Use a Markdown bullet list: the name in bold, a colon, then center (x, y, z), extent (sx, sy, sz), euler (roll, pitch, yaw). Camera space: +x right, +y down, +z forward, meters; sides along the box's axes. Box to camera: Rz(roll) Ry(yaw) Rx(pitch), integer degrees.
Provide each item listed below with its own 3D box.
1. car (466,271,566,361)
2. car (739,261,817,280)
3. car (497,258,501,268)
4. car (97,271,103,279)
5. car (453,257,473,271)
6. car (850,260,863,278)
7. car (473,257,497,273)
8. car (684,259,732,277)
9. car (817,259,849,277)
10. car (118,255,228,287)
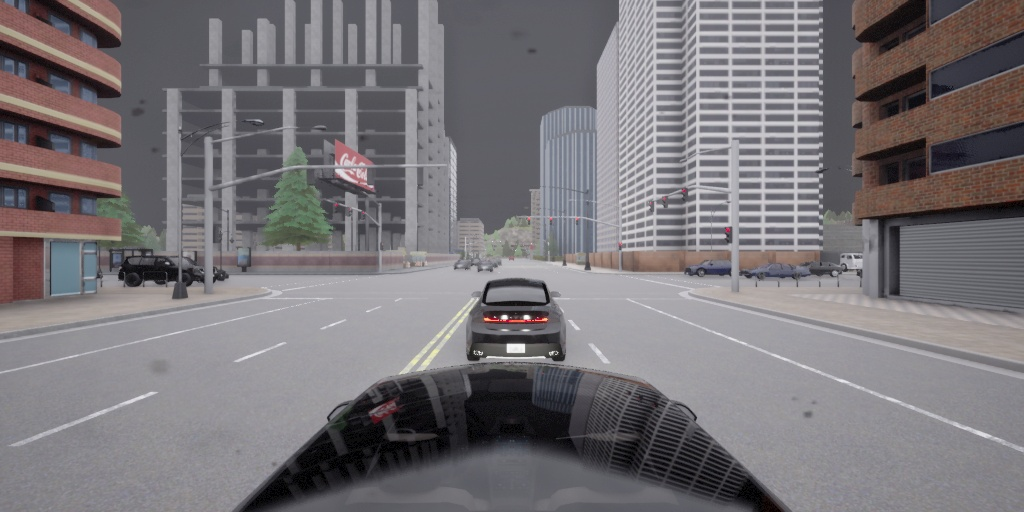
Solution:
- **car**: center (0.093, 1.255, 8.247), extent (1.837, 1.490, 4.892), euler (0, 0, 1)
- **car**: center (22.803, 1.297, 31.215), extent (5.357, 1.411, 2.033), euler (0, 0, 0)
- **car**: center (-3.301, 1.256, 59.971), extent (1.837, 1.490, 4.892), euler (0, 0, 0)
- **car**: center (-34.879, 1.297, 27.483), extent (5.357, 1.411, 2.033), euler (0, 0, 0)
- **car**: center (-6.867, 1.241, 49.600), extent (2.128, 1.511, 4.902), euler (0, 0, 0)
- **car**: center (32.715, 1.314, 31.206), extent (4.181, 1.385, 1.994), euler (0, 0, 0)
- **car**: center (-3.219, 1.241, 43.318), extent (2.128, 1.511, 4.902), euler (0, 0, -3)
- **car**: center (19.212, 1.102, 34.713), extent (4.553, 1.767, 2.097), euler (0, 0, 0)
- **car**: center (29.062, 1.255, 34.709), extent (4.892, 1.490, 1.837), euler (0, 0, 0)
- **car**: center (-22.815, 0.972, 23.988), extent (5.566, 2.045, 2.150), euler (0, 0, 0)
